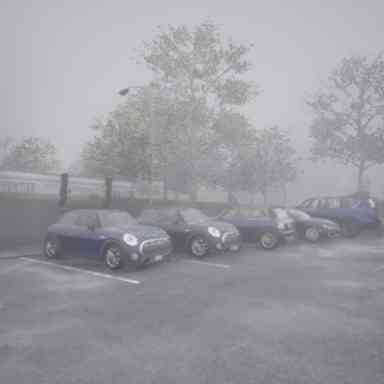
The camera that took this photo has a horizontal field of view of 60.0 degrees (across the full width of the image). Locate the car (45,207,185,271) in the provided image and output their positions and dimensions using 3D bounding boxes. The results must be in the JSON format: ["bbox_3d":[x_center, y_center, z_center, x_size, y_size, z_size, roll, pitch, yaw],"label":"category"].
[{"bbox_3d":[-2.813,1.367,11.043,4.553,1.767,2.185,-1,-1,35],"label":"car"}]

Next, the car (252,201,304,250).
[{"bbox_3d":[2.156,1.375,14.522,4.553,1.767,2.185,-1,-1,34],"label":"car"}]

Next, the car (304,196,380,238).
[{"bbox_3d":[7.025,1.259,18.061,5.566,2.045,2.435,-1,-1,34],"label":"car"}]

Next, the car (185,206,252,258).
[{"bbox_3d":[-0.352,1.371,12.807,4.553,1.767,2.185,-1,-1,34],"label":"car"}]

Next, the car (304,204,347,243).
[{"bbox_3d":[4.590,1.506,16.301,4.892,1.521,2.231,-1,-1,34],"label":"car"}]
